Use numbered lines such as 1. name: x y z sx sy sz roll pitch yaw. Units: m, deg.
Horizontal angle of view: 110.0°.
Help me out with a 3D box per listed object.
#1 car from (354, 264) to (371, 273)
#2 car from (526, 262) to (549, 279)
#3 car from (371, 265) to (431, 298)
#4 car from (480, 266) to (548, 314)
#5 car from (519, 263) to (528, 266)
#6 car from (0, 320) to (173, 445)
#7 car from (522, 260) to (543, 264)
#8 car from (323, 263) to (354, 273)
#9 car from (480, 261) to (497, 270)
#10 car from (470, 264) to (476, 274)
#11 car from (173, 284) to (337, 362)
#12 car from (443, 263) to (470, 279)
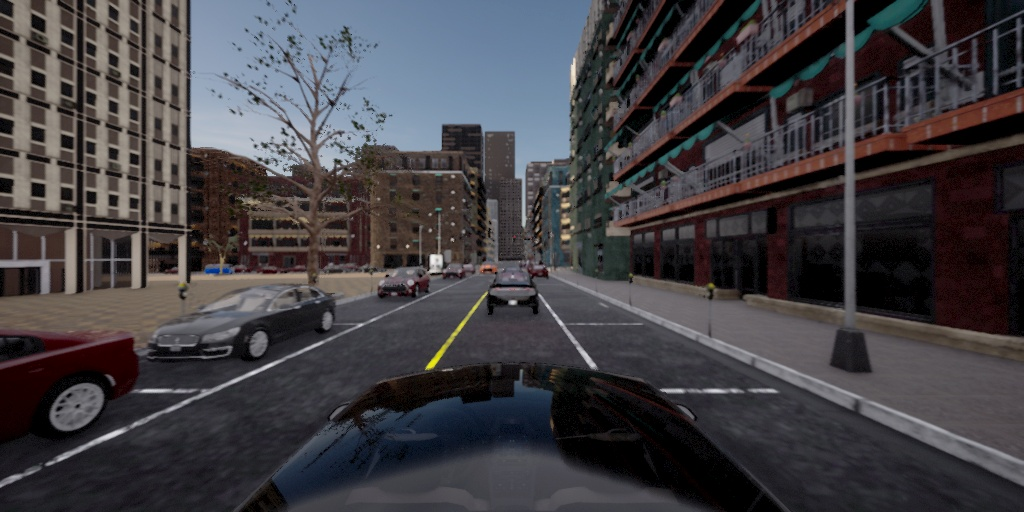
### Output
1. car: -22.395 2.098 57.711 4.403 1.370 2.007 0 0 0
2. car: 2.688 1.569 35.889 1.888 1.381 4.507 0 0 0
3. car: -5.693 1.328 19.309 1.967 1.591 4.097 0 0 0
4. car: 0.047 1.340 14.246 2.128 1.511 4.902 0 0 0
5. car: 0.048 1.537 29.611 1.994 1.385 4.181 0 0 0
6. car: -5.693 1.303 2.726 1.888 1.381 4.507 0 0 0
7. car: 2.687 1.385 41.417 2.192 1.841 5.009 0 0 0
8. car: -27.965 2.179 57.670 4.403 1.370 2.007 0 0 0
9. car: -3.048 1.470 47.119 2.097 1.767 4.553 0 0 1
10. car: -5.694 1.700 46.946 1.802 1.307 4.207 0 0 0
11. car: -5.693 1.352 8.254 2.007 1.370 4.403 0 0 0
12. car: -5.694 1.465 35.890 1.967 1.591 4.097 0 0 0
